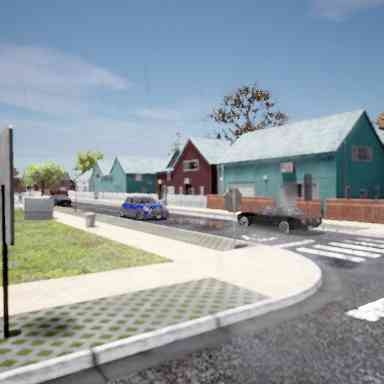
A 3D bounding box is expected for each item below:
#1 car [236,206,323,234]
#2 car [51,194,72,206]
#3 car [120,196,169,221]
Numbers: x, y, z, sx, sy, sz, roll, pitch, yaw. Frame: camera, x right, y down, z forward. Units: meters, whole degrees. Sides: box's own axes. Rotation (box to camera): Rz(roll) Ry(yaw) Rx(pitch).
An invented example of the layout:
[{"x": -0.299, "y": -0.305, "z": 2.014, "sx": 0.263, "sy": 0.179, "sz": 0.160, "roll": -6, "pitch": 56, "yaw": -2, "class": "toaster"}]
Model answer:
[{"x": 4.597, "y": 1.443, "z": 18.389, "sx": 1.895, "sy": 1.301, "sz": 4.718, "roll": -1, "pitch": 1, "yaw": -35, "class": "car"}, {"x": -17.616, "y": 1.019, "z": 44.486, "sx": 2.033, "sy": 1.411, "sz": 5.357, "roll": -1, "pitch": 1, "yaw": -35, "class": "car"}, {"x": -3.569, "y": 1.110, "z": 24.666, "sx": 2.097, "sy": 1.767, "sz": 4.553, "roll": -1, "pitch": 1, "yaw": -35, "class": "car"}]
